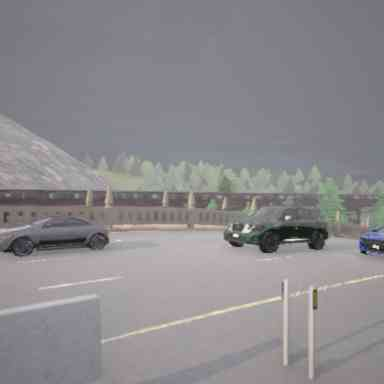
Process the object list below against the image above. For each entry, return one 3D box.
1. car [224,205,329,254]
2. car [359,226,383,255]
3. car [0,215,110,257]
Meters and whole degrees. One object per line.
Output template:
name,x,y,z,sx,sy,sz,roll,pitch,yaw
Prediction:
car,4.089,1.625,15.512,5.566,2.045,2.150,4,-2,-35
car,9.588,2.172,15.136,5.008,1.535,1.882,5,-3,-35
car,-5.386,1.607,13.047,4.181,1.385,1.994,1,-1,-36
